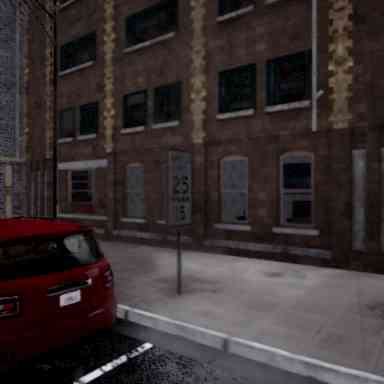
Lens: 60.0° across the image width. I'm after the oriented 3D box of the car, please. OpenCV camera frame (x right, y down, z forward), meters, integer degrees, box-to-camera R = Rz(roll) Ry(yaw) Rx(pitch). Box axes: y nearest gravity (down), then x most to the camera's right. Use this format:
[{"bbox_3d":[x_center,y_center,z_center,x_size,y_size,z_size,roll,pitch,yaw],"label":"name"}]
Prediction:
[{"bbox_3d":[-3.364,1.327,5.273,5.009,1.841,2.192,0,0,36],"label":"car"}]
